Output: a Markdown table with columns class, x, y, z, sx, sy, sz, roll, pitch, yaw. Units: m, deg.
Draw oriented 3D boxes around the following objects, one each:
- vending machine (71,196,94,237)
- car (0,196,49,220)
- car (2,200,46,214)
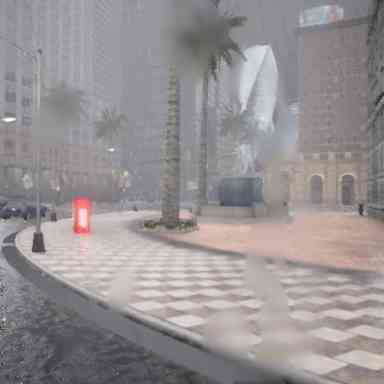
| class | x | y | z | sx | sy | sz | roll | pitch | yaw |
| --- | --- | --- | --- | --- | --- | --- | --- | --- | --- |
| vending machine | -5.975 | 1.296 | 18.062 | 1.100 | 2.100 | 0.880 | 0 | 0 | -23 |
| car | -14.660 | 1.492 | 29.704 | 2.097 | 1.767 | 4.553 | 0 | 0 | 3 |
| car | -19.877 | 1.711 | 39.505 | 1.812 | 1.442 | 4.674 | 0 | -1 | 20 |
